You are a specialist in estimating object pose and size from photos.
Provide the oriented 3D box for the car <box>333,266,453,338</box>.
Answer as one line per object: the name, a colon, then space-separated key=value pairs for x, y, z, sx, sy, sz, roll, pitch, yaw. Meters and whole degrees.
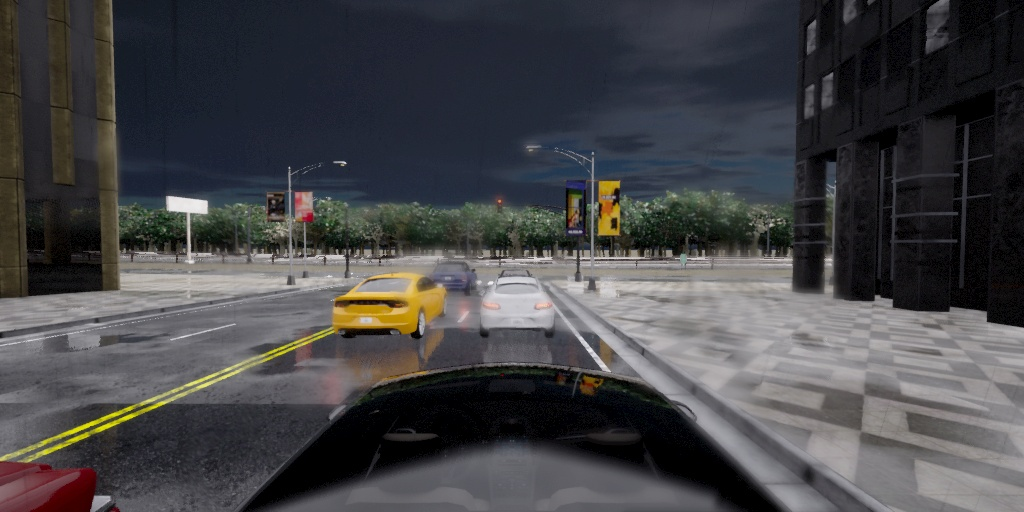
car: x=-3.114 y=1.223 z=10.157 sx=1.882 sy=1.535 sz=5.008 roll=0 pitch=0 yaw=0

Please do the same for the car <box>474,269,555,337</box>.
car: x=0.138 y=1.271 z=10.166 sx=1.812 sy=1.442 sz=4.674 roll=0 pitch=0 yaw=0

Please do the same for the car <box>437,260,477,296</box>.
car: x=-3.071 y=1.093 z=19.339 sx=2.097 sy=1.767 sz=4.553 roll=0 pitch=0 yaw=0
